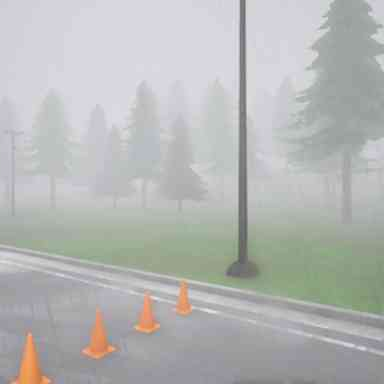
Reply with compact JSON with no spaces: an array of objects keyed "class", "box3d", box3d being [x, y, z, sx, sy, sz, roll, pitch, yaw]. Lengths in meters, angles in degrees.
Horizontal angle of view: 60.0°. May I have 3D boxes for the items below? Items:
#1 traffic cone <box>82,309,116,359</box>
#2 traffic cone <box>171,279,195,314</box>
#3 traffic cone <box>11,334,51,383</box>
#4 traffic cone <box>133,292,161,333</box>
[{"class":"traffic cone","box3d":[-1.319,1.960,4.710,0.340,0.580,0.340,0,0,35]},{"class":"traffic cone","box3d":[-0.164,1.960,6.343,0.340,0.580,0.340,0,0,35]},{"class":"traffic cone","box3d":[-1.897,1.960,3.894,0.340,0.580,0.340,0,0,35]},{"class":"traffic cone","box3d":[-0.742,1.960,5.526,0.340,0.580,0.340,0,0,35]}]
